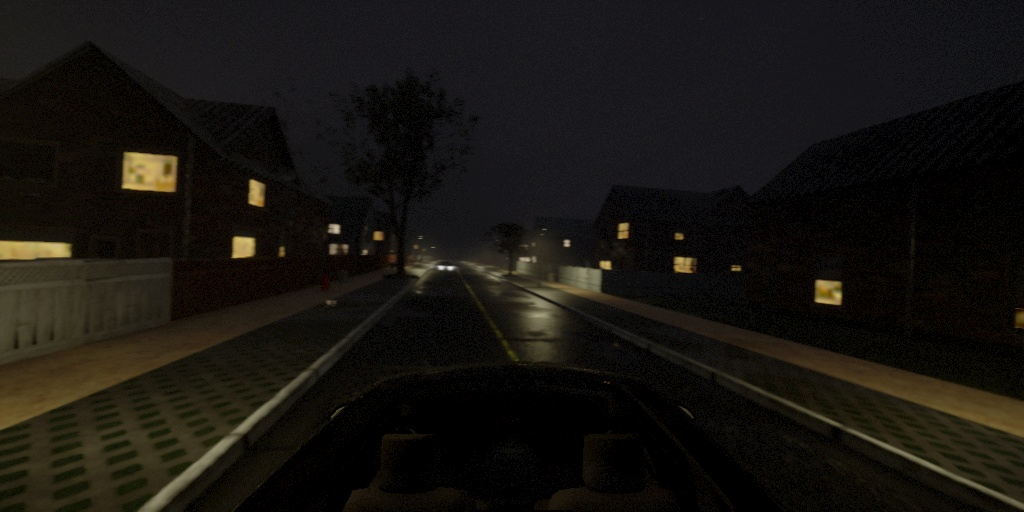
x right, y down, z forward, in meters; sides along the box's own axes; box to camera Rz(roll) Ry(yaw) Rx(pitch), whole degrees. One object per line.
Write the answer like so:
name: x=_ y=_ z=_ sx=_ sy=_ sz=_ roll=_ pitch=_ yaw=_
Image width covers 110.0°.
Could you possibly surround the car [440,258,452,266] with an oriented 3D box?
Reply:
car: x=-11.046 y=0.984 z=60.009 sx=1.895 sy=1.301 sz=4.718 roll=3 pitch=0 yaw=-10
